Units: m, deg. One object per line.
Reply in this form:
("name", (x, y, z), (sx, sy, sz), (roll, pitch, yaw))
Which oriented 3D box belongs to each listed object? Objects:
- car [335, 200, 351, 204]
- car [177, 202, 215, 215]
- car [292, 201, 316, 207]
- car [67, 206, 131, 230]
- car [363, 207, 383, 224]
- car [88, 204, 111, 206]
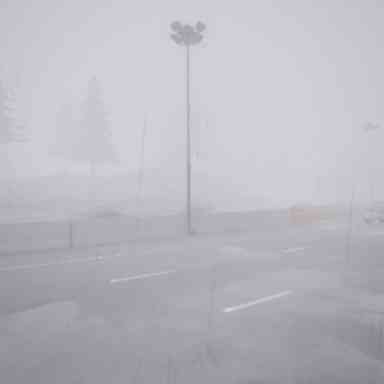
("car", (23.580, 1.964, 51.929), (1.994, 1.385, 4.181), (-1, -1, 40))
("car", (0.472, 1.887, 36.460), (4.902, 1.511, 2.128), (0, -1, -44))
("car", (16.401, 2.014, 48.826), (1.895, 1.301, 4.718), (-1, -1, 40))
("car", (-5.955, 1.844, 21.531), (4.181, 1.385, 1.994), (0, -1, -38))
("car", (14.654, 1.771, 25.246), (1.895, 1.301, 4.718), (-1, -1, 44))
("car", (-9.380, 1.928, 32.246), (4.892, 1.490, 1.837), (1, -1, -40))
